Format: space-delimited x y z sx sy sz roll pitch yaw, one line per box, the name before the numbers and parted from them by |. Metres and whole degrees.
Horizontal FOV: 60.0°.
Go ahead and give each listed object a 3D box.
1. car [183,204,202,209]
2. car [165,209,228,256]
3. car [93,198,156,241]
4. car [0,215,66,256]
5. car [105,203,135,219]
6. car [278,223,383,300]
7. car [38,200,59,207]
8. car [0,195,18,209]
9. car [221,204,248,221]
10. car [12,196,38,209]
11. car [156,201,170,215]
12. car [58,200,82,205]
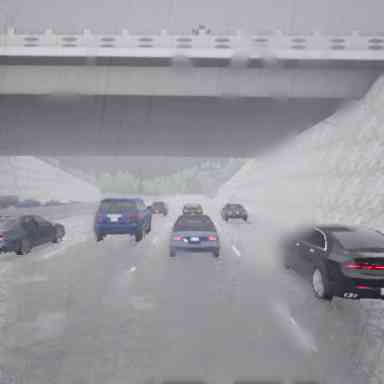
car | 0.054 1.778 32.442 1.895 1.301 4.718 0 0 0
car | 0.083 1.621 13.474 2.033 1.411 5.357 0 0 0
car | -3.424 1.316 17.306 2.150 2.045 5.566 0 0 0
car | -6.917 1.621 13.360 2.033 1.411 5.357 0 0 0
car | -6.947 1.778 32.431 1.895 1.301 4.718 0 0 0
car | 3.587 1.554 8.469 1.837 1.490 4.892 0 0 0
car | -21.156 1.840 50.668 1.994 1.385 4.181 0 0 0
car | -28.143 1.494 50.248 2.150 2.045 5.566 0 0 0
car | 3.560 1.703 28.594 2.033 1.411 5.357 0 0 0
car | -24.648 1.752 50.441 1.882 1.535 5.008 0 0 0
car | -3.463 1.717 35.001 1.812 1.442 4.674 0 0 0
car | -17.658 1.871 49.528 1.895 1.301 4.718 0 0 0
